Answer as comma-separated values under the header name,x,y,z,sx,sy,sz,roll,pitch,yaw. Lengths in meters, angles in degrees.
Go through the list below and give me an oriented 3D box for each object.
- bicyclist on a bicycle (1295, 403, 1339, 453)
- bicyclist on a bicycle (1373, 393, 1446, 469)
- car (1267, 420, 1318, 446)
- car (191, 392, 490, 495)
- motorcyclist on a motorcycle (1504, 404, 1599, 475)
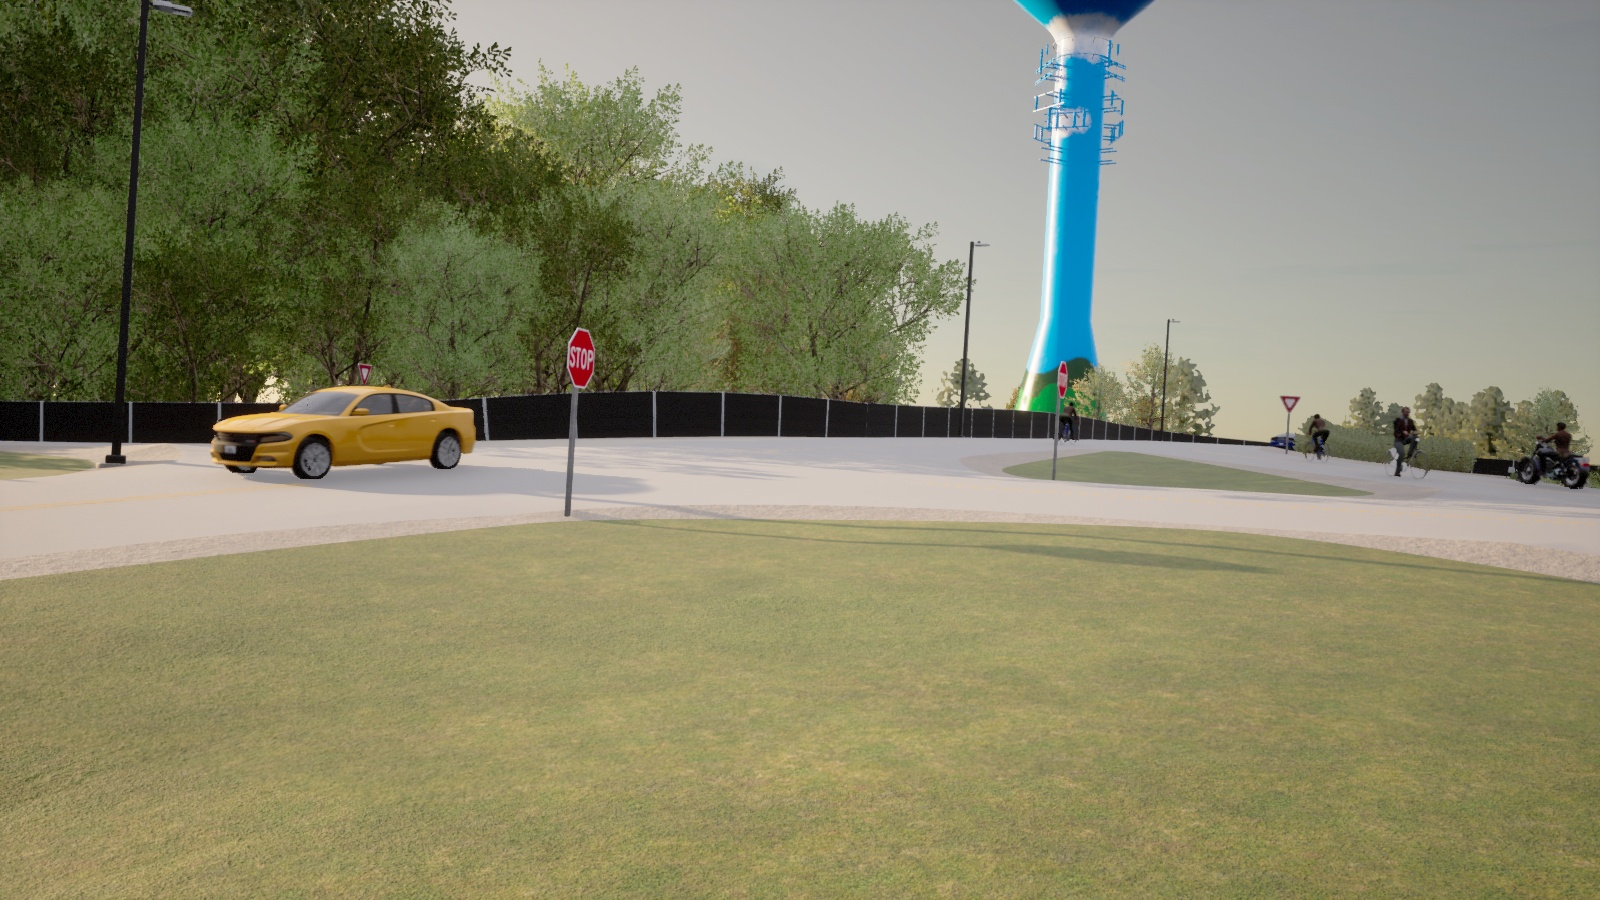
name,x,y,z,sx,sy,sz,roll,pitch,yaw
bicyclist on a bicycle,17.239,-0.752,41.904,0.582,1.620,1.656,2,2,-5
bicyclist on a bicycle,14.824,-0.485,30.599,0.659,1.776,1.843,2,2,-5
car,34.901,-1.163,88.962,1.882,1.535,5.008,2,-1,39
car,-7.941,-0.215,22.294,1.882,1.535,5.008,2,4,27
motorcyclist on a motorcycle,18.358,-0.286,30.689,0.766,1.649,2.350,2,2,-5
